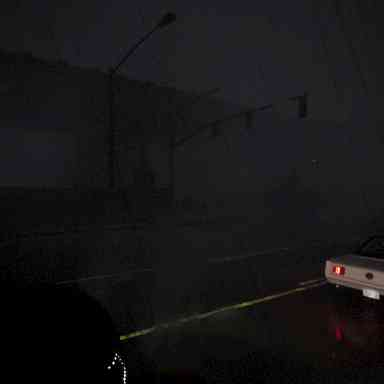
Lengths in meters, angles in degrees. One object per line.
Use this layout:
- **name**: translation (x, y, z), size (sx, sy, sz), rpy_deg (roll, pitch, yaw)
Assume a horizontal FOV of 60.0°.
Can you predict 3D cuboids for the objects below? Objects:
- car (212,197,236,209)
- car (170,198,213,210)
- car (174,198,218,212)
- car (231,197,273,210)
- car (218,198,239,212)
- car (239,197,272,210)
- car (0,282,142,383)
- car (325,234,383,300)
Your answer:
- **car**: translation (3.819, 1.295, 39.129), size (1.853, 1.218, 4.536), rpy_deg (0, 0, 18)
- **car**: translation (0.008, 1.295, 36.399), size (4.536, 1.218, 1.853), rpy_deg (0, 0, 8)
- **car**: translation (0.060, 1.453, 36.392), size (4.974, 1.542, 2.038), rpy_deg (0, 0, 8)
- **car**: translation (7.712, 1.453, 42.840), size (4.974, 1.542, 2.038), rpy_deg (0, 0, -7)
- **car**: translation (3.803, 1.453, 39.079), size (2.038, 1.542, 4.974), rpy_deg (0, 0, 18)
- **car**: translation (7.661, 1.295, 42.834), size (4.536, 1.218, 1.853), rpy_deg (0, 0, -7)
- **car**: translation (-3.003, 1.221, 1.607), size (5.566, 2.045, 2.150), rpy_deg (0, 0, -35)
- **car**: translation (5.142, 1.601, 7.447), size (4.718, 1.301, 1.895), rpy_deg (0, 0, -35)
